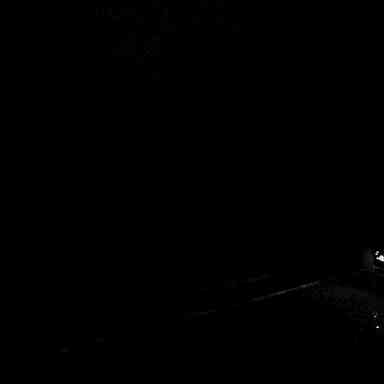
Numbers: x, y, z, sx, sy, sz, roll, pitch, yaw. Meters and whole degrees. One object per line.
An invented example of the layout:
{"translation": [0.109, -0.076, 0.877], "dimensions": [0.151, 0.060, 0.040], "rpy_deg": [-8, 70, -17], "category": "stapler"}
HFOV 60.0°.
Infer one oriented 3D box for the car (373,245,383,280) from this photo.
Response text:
{"translation": [6.605, 1.504, 8.620], "dimensions": [4.892, 1.490, 1.837], "rpy_deg": [1, 0, -35], "category": "car"}
